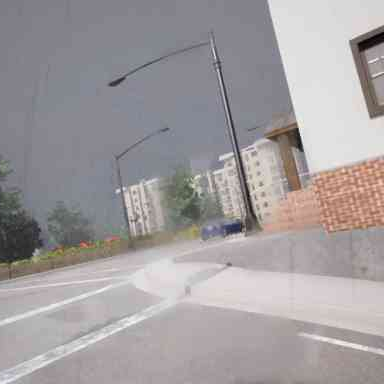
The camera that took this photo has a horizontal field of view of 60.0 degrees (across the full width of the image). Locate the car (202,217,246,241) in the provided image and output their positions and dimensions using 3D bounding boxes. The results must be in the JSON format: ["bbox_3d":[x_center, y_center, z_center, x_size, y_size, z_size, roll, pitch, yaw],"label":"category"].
[{"bbox_3d":[2.700,2.967,28.385,2.097,1.767,4.553,-16,-8,35],"label":"car"}]
